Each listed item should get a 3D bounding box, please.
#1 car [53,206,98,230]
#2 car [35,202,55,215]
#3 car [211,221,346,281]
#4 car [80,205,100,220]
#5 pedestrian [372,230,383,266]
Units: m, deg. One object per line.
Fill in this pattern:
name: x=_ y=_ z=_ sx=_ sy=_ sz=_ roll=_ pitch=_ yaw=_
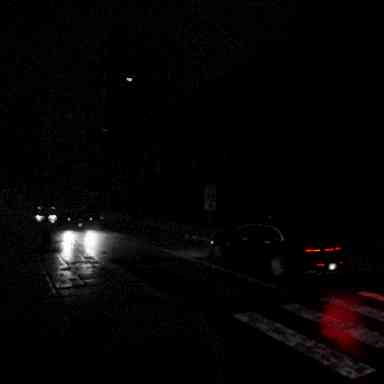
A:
car: x=-8.500 y=1.919 z=24.042 sx=1.895 sy=1.301 sz=4.718 roll=2 pitch=-2 yaw=-29
car: x=-18.702 y=2.019 z=42.269 sx=2.097 sy=1.767 sz=4.553 roll=2 pitch=-2 yaw=-29
car: x=2.444 y=1.699 z=10.699 sx=1.837 sy=1.490 sz=4.892 roll=2 pitch=-2 yaw=-29
car: x=-10.857 y=2.039 z=34.187 sx=1.882 sy=1.535 sz=5.008 roll=2 pitch=-2 yaw=-29
pedestrian: x=5.889 y=1.784 z=10.516 sx=0.500 sy=1.100 sz=0.500 roll=1 pitch=-1 yaw=-29
